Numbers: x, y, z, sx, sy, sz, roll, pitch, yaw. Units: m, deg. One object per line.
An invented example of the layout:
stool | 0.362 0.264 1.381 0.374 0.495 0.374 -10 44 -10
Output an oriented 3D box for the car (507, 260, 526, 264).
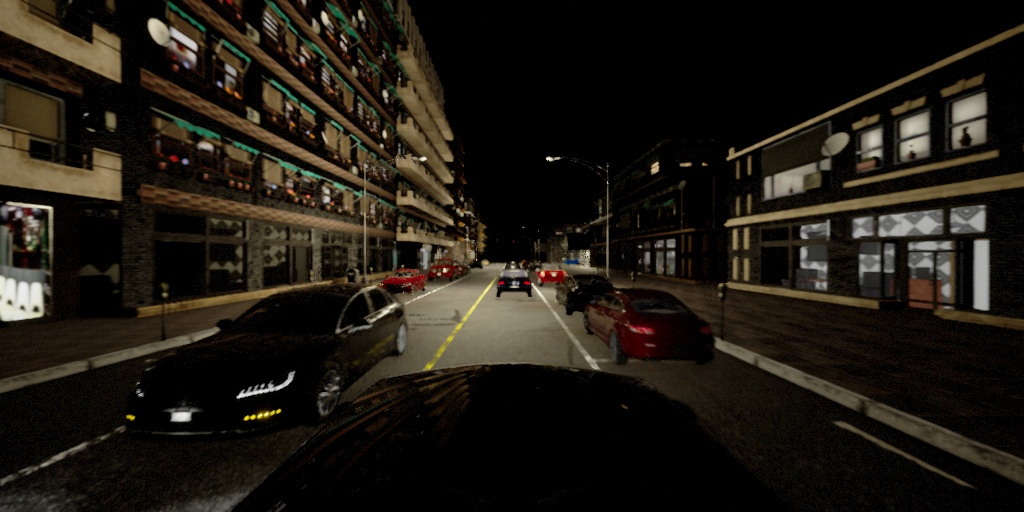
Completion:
car | 0.089 1.370 38.013 2.033 1.411 5.357 0 0 0

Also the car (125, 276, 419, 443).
car | -3.102 1.261 5.791 1.837 1.490 4.892 0 0 0

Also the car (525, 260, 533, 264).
car | 2.682 1.383 41.959 2.007 1.370 4.403 0 0 0

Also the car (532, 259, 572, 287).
car | 2.684 1.233 24.869 1.967 1.591 4.097 0 0 0

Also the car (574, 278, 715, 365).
car | 2.688 1.342 7.780 1.802 1.307 4.207 0 0 0

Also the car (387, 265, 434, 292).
car | -5.695 1.362 19.174 1.802 1.307 4.207 0 0 0

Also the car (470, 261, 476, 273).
car | -5.699 1.382 41.962 2.007 1.370 4.403 0 0 0

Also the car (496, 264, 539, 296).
car | 0.096 1.329 19.372 2.033 1.411 5.357 0 0 0

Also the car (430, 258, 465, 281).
car | -5.697 1.119 30.568 2.192 1.841 5.009 0 0 0

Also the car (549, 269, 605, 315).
car | 2.687 1.336 13.476 1.948 1.339 4.313 0 0 0

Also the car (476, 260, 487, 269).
car | -5.703 1.446 59.051 1.948 1.339 4.313 0 0 0

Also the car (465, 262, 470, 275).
car | -5.698 1.257 36.265 1.967 1.591 4.097 0 0 0
